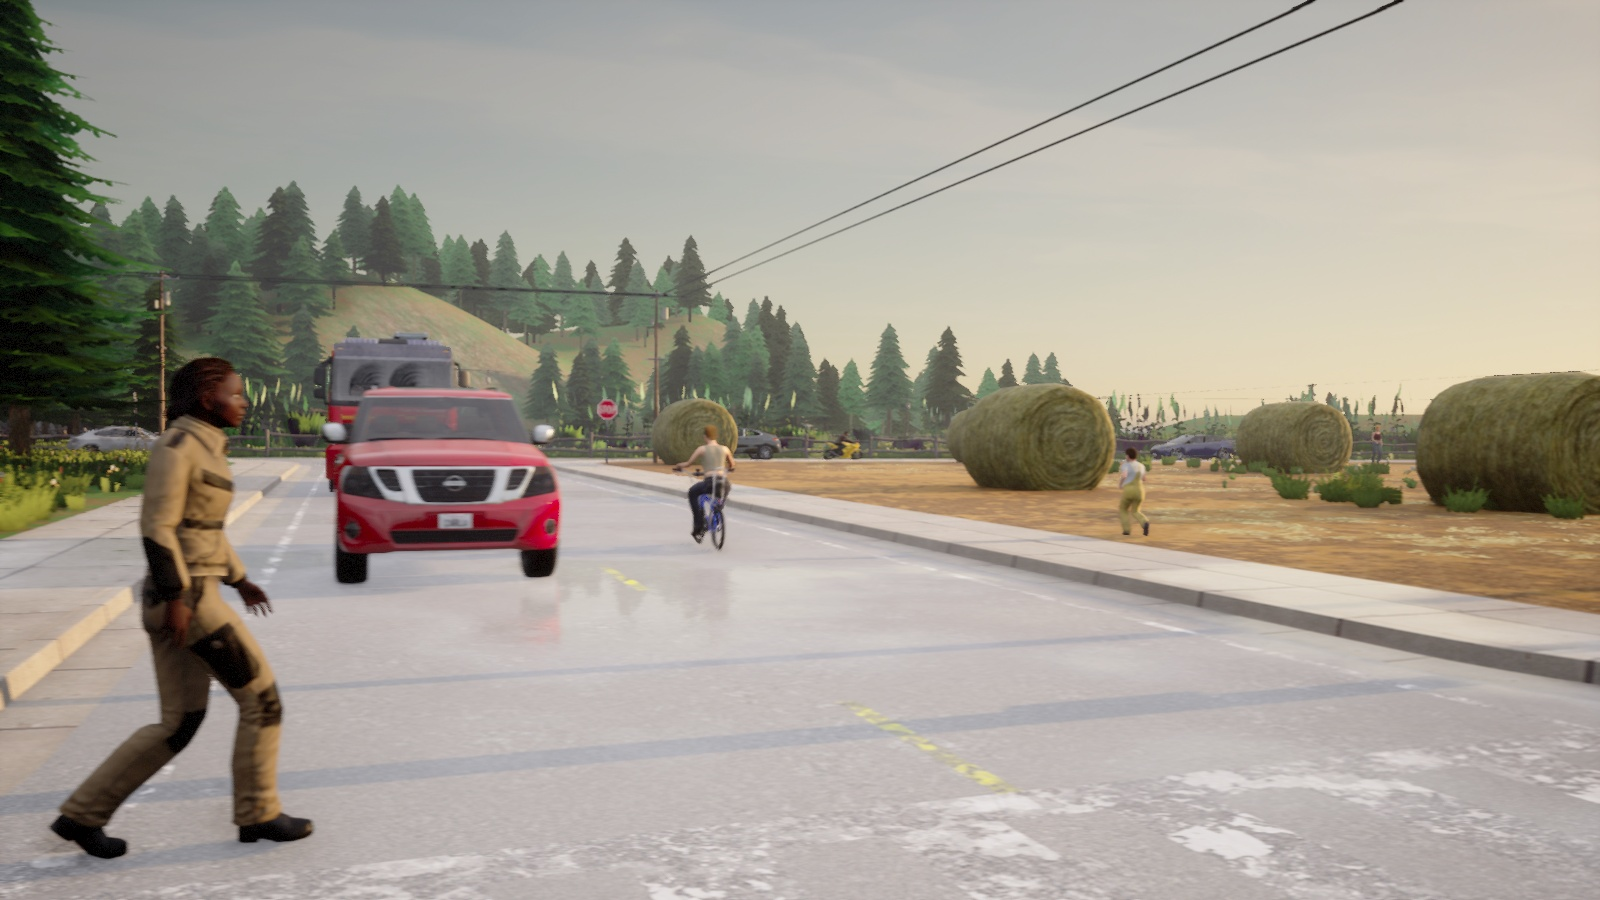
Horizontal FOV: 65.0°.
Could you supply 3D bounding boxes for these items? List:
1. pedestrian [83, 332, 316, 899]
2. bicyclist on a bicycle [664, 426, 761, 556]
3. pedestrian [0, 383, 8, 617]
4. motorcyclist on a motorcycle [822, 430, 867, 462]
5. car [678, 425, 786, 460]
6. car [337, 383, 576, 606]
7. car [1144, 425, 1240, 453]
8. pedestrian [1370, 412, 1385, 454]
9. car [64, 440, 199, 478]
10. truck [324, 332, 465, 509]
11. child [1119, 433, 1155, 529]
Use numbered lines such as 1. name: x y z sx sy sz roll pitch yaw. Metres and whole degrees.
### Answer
1. pedestrian: -2.146 0.562 4.528 0.692 1.930 0.396 -1 1 -24
2. bicyclist on a bicycle: -1.170 0.507 16.551 0.866 1.612 1.509 -1 1 -20
3. pedestrian: -6.448 0.400 9.668 0.331 1.846 0.636 -1 1 -9
4. motorcyclist on a motorcycle: 2.180 -0.218 61.241 2.044 1.523 0.797 -1 1 -17
5. car: -3.436 -0.378 63.182 5.027 1.651 2.152 -1 1 -17
6. car: -4.154 0.360 14.476 2.150 2.045 5.566 -1 1 -20
7. car: 22.149 -0.610 70.995 4.792 1.488 2.163 -1 1 -17
8. pedestrian: 25.468 -0.765 55.352 0.345 1.836 0.594 -1 1 -4
9. car: -27.672 0.355 52.138 4.674 1.442 1.812 -1 1 -16
10. truck: -10.322 -0.708 31.596 2.891 3.827 8.468 -1 1 -20
11. child: 4.530 0.407 16.898 0.270 1.263 0.437 -1 1 -16
